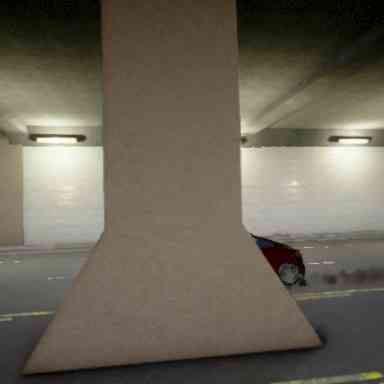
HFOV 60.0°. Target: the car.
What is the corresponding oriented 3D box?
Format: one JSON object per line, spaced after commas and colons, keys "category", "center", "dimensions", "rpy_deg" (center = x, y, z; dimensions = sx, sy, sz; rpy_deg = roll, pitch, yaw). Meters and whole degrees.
{"category": "car", "center": [0.961, 1.805, 9.290], "dimensions": [4.181, 1.385, 1.994], "rpy_deg": [-1, -2, -9]}
